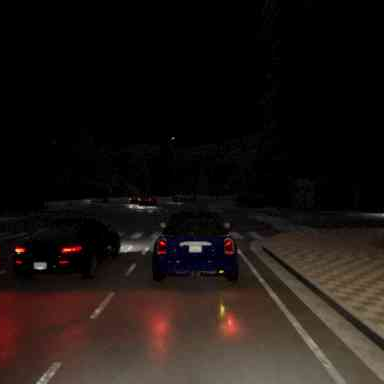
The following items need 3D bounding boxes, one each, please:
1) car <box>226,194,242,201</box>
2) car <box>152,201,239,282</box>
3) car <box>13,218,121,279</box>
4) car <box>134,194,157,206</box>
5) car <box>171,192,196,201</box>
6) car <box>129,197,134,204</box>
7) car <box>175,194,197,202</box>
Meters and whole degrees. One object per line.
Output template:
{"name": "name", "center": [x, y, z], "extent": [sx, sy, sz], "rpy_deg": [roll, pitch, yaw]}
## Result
{"name": "car", "center": [10.019, 1.275, 76.332], "extent": [4.674, 1.442, 1.812], "rpy_deg": [0, 0, -28]}
{"name": "car", "center": [0.089, 1.322, 9.821], "extent": [2.097, 1.767, 4.553], "rpy_deg": [0, 0, 0]}
{"name": "car", "center": [-3.410, 1.494, 9.788], "extent": [1.812, 1.442, 4.674], "rpy_deg": [0, 0, 0]}
{"name": "car", "center": [-6.673, 1.192, 49.829], "extent": [2.097, 1.767, 4.553], "rpy_deg": [0, 0, 5]}
{"name": "car", "center": [-1.791, 1.010, 65.746], "extent": [2.150, 2.045, 5.566], "rpy_deg": [0, 0, 32]}
{"name": "car", "center": [-9.074, 1.169, 57.135], "extent": [2.097, 1.767, 4.553], "rpy_deg": [0, 0, 15]}
{"name": "car", "center": [-1.179, 1.248, 72.152], "extent": [1.882, 1.535, 5.008], "rpy_deg": [0, 0, 42]}
